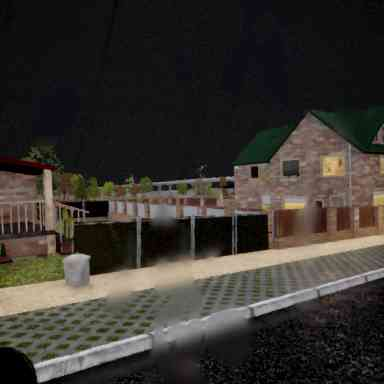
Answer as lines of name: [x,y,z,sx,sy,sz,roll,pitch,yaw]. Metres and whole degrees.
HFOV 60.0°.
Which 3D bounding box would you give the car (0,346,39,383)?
car: [-2.900,1.527,1.009,4.674,1.442,1.812,0,0,-35]
